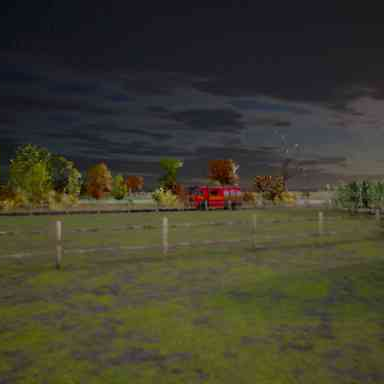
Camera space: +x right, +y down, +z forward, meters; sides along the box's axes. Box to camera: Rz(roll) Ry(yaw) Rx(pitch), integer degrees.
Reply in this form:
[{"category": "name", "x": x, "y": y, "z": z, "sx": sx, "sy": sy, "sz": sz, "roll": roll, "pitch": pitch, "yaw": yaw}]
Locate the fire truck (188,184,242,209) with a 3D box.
[{"category": "fire truck", "x": 3.639, "y": 0.745, "z": 52.604, "sx": 8.468, "sy": 3.827, "sz": 2.891, "roll": 0, "pitch": 0, "yaw": -25}]
